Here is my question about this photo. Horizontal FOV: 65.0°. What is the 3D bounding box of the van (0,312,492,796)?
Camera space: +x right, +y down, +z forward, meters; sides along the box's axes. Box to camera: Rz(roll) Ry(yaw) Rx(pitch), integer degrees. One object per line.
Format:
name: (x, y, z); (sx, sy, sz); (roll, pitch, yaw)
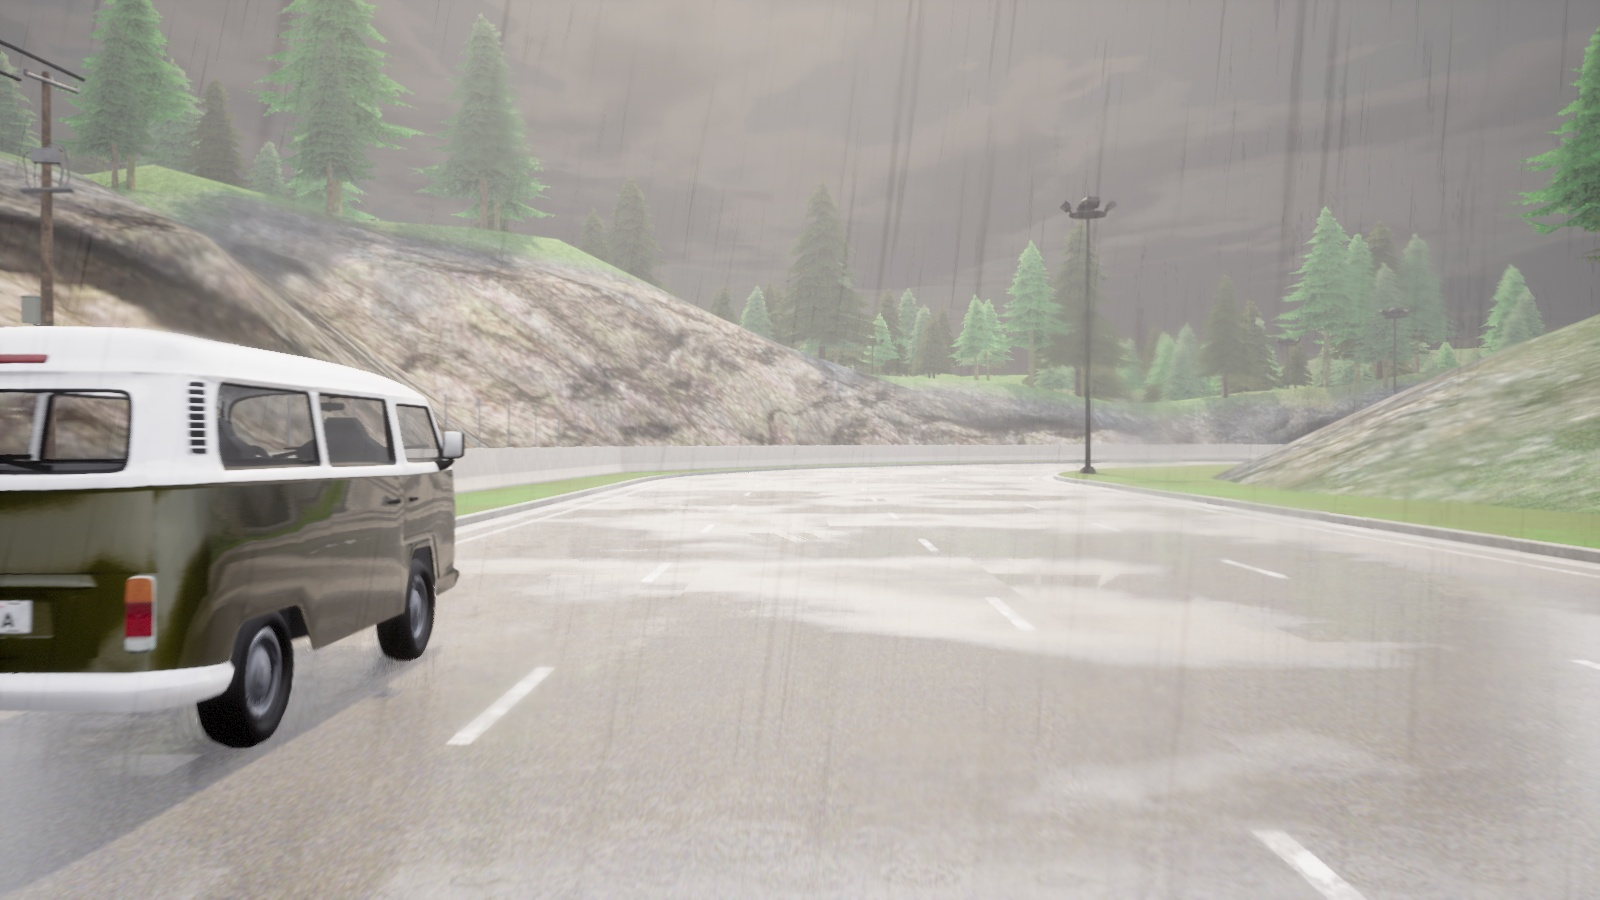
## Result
van: (-3.441, 0.425, 7.524); (2.069, 2.038, 4.480); (0, 0, 0)
